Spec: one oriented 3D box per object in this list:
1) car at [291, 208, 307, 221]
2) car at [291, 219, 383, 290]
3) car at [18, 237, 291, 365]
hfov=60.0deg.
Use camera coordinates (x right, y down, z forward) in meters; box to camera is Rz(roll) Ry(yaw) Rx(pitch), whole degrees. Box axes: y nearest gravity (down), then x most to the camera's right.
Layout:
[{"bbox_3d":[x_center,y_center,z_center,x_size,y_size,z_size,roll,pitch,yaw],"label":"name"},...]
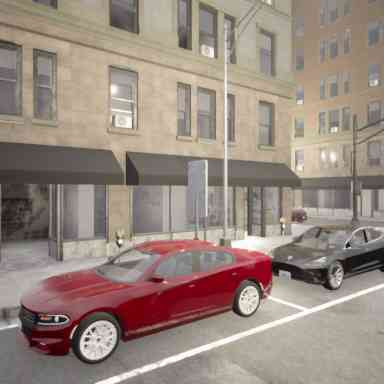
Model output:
[{"bbox_3d":[6.494,1.545,25.752,1.882,1.535,5.008,0,0,-36],"label":"car"},{"bbox_3d":[3.937,1.566,9.076,4.313,1.339,1.947,0,0,-36],"label":"car"},{"bbox_3d":[-0.520,1.545,5.834,4.507,1.381,1.887,0,0,-36],"label":"car"}]
